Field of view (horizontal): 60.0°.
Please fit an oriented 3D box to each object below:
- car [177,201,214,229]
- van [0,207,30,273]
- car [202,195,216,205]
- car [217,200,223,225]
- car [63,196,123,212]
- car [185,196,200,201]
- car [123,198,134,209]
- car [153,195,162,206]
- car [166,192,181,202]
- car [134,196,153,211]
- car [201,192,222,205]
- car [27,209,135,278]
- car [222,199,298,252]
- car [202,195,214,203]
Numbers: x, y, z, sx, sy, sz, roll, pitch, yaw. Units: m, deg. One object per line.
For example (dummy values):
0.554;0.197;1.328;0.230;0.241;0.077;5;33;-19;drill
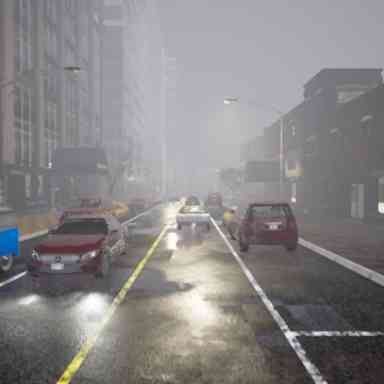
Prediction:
0.099;1.451;20.159;1.895;1.301;4.718;0;0;0;car
-5.705;1.283;7.773;1.690;1.788;3.998;-1;0;0;van
2.678;1.182;52.040;1.947;1.339;4.313;-1;0;0;car
2.678;1.385;19.004;1.752;1.417;4.829;-1;0;0;car
-5.705;1.175;18.842;2.192;1.841;5.009;-1;0;0;car
0.098;1.206;43.184;1.812;1.442;4.674;0;0;0;car
-5.702;1.346;24.209;1.752;1.417;4.829;-1;0;0;car
-5.703;1.183;46.347;1.752;1.417;4.829;-1;0;0;car
-3.012;1.130;58.827;1.994;1.385;4.181;0;0;0;car
-5.702;1.283;35.448;1.887;1.381;4.507;-1;0;0;car
2.674;1.012;40.971;2.192;1.841;5.009;-1;0;0;car
-3.099;1.451;10.004;1.812;1.442;4.674;0;0;0;car
2.675;1.216;13.298;2.192;1.841;5.009;-1;0;0;car
2.678;1.157;57.575;1.802;1.307;4.206;-1;0;0;car
